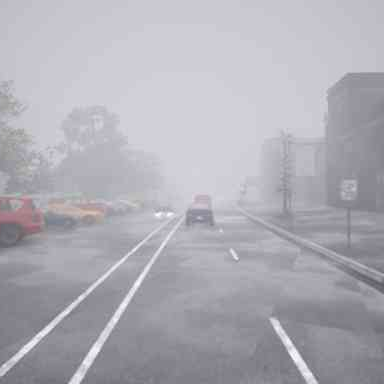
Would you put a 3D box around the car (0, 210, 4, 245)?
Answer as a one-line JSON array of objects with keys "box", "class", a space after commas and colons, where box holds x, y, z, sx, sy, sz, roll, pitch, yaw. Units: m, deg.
[{"box": [-9.364, 1.540, 11.309, 4.674, 1.452, 2.002, -1, 0, -19], "class": "car"}]

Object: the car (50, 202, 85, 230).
[{"box": [-9.152, 1.562, 20.217, 4.674, 1.452, 2.002, -1, 0, -18], "class": "car"}]

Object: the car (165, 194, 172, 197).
[{"box": [-6.835, 1.594, 58.789, 5.366, 1.575, 1.946, -1, 0, -15], "class": "car"}]

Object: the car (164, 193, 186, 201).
[{"box": [-4.535, 1.232, 88.268, 5.566, 2.045, 2.435, -1, 0, -15], "class": "car"}]

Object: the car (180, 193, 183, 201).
[{"box": [-5.573, 1.297, 76.447, 5.566, 2.045, 2.435, -1, 0, -15], "class": "car"}]

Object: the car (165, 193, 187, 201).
[{"box": [-4.339, 1.215, 91.190, 5.566, 2.045, 2.435, -1, 1, -15], "class": "car"}]

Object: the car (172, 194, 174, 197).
[{"box": [-6.550, 1.619, 64.642, 4.792, 1.488, 2.163, -1, 0, -15], "class": "car"}]

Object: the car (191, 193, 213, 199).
[{"box": [1.436, 1.321, 42.525, 2.150, 2.045, 5.566, 0, 0, 3], "class": "car"}]

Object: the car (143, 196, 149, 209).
[{"box": [-8.244, 1.589, 40.950, 5.008, 1.535, 2.097, -1, 0, -17], "class": "car"}]

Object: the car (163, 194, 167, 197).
[{"box": [-7.255, 1.603, 55.776, 4.892, 1.521, 2.231, -1, 0, -16], "class": "car"}]

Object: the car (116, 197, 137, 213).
[{"box": [-8.559, 1.614, 35.017, 4.674, 1.452, 2.002, -1, 0, -17], "class": "car"}]

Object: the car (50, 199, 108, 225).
[{"box": [-8.881, 1.526, 23.245, 5.366, 1.575, 1.946, -1, 0, -18], "class": "car"}]

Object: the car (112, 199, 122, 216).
[{"box": [-8.832, 1.592, 29.122, 4.674, 1.452, 2.002, -1, 0, -18], "class": "car"}]

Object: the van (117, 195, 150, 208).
[{"box": [-8.187, 1.371, 43.880, 4.442, 1.987, 1.878, -1, 0, -17], "class": "van"}]

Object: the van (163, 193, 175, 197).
[{"box": [-6.389, 1.357, 67.567, 4.442, 1.987, 1.878, -1, 0, -15], "class": "van"}]

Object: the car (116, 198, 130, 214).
[{"box": [-8.684, 1.603, 32.072, 4.674, 1.452, 2.002, 0, -1, -17], "class": "car"}]

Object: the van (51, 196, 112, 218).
[{"box": [-8.845, 1.314, 26.194, 4.442, 1.987, 1.878, -1, -1, -18], "class": "van"}]

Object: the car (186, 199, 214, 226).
[{"box": [0.566, 1.522, 24.115, 1.882, 1.535, 5.008, 0, 0, 2], "class": "car"}]

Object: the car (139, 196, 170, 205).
[{"box": [-6.950, 1.595, 61.649, 5.366, 1.575, 1.946, -1, 0, -15], "class": "car"}]

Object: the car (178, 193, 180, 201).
[{"box": [-5.794, 1.560, 73.512, 5.008, 1.535, 2.097, -1, 0, -15], "class": "car"}]

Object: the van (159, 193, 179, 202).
[{"box": [-5.407, 1.309, 79.369, 4.442, 1.987, 1.878, -1, 1, -15], "class": "van"}]

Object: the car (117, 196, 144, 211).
[{"box": [-8.594, 1.582, 37.931, 5.366, 1.575, 1.946, -1, 0, -17], "class": "car"}]

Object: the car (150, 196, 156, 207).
[{"box": [-7.885, 1.639, 46.884, 4.674, 1.452, 2.002, -1, 0, -16], "class": "car"}]

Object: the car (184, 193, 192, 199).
[{"box": [-0.009, 1.012, 79.063, 2.097, 1.767, 4.553, 0, 0, 5], "class": "car"}]

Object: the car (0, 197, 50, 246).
[{"box": [-9.333, 1.256, 14.264, 5.566, 2.045, 2.435, -1, 0, -19], "class": "car"}]

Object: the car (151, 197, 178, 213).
[{"box": [-3.140, 1.657, 38.479, 1.994, 1.385, 4.181, 0, 0, 3], "class": "car"}]

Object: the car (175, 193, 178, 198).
[{"box": [-6.062, 1.446, 70.549, 4.553, 1.767, 2.185, -1, 0, -15], "class": "car"}]

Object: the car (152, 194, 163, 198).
[{"box": [-7.443, 1.477, 52.818, 4.553, 1.767, 2.185, -1, 0, -16], "class": "car"}]
